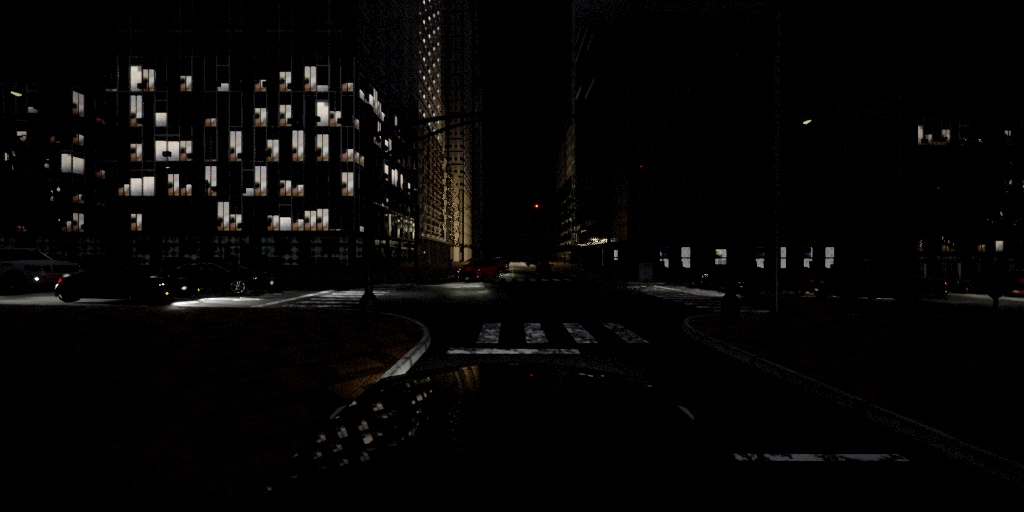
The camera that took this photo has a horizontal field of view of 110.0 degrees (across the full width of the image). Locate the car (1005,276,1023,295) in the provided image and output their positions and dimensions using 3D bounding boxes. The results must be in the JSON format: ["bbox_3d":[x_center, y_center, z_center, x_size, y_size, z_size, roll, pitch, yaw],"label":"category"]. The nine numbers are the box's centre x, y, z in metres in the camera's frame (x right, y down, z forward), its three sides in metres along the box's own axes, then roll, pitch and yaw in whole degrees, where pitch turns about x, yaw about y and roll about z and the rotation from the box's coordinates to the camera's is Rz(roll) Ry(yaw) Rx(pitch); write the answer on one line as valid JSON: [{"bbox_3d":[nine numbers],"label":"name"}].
[{"bbox_3d":[34.493,1.745,23.032,4.553,1.767,2.097,1,0,-2],"label":"car"}]

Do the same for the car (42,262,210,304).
[{"bbox_3d":[-15.040,1.063,14.191,4.181,1.385,1.994,1,0,-2],"label":"car"}]

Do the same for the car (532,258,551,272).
[{"bbox_3d":[4.067,1.329,46.681,1.948,1.339,4.313,0,0,0],"label":"car"}]

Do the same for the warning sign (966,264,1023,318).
[{"bbox_3d":[17.309,1.204,12.837,1.060,1.860,1.300,0,0,-2],"label":"warning sign"}]

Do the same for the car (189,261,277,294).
[{"bbox_3d":[-14.241,1.004,17.486,4.902,1.511,2.128,1,0,-3],"label":"car"}]

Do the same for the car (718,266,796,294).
[{"bbox_3d":[15.862,1.564,22.244,4.892,1.490,1.837,1,0,-4],"label":"car"}]

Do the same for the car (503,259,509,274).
[{"bbox_3d":[-1.392,1.118,42.269,2.097,1.767,4.553,0,0,0],"label":"car"}]

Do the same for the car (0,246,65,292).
[{"bbox_3d":[-24.081,0.553,17.051,5.566,2.045,2.150,1,0,-2],"label":"car"}]

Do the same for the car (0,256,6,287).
[{"bbox_3d":[-23.687,0.832,13.820,4.902,1.511,2.128,1,0,-3],"label":"car"}]

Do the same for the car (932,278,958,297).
[{"bbox_3d":[24.730,1.782,22.618,4.181,1.385,1.994,1,0,-3],"label":"car"}]

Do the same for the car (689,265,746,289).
[{"bbox_3d":[15.071,1.396,25.452,4.553,1.767,2.097,1,0,-3],"label":"car"}]

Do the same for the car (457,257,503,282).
[{"bbox_3d":[-2.668,1.121,28.920,2.097,1.767,4.553,0,0,18],"label":"car"}]

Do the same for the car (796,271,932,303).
[{"bbox_3d":[18.361,1.597,18.872,4.902,1.511,2.128,1,0,-3],"label":"car"}]

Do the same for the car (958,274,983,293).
[{"bbox_3d":[33.788,1.980,26.257,4.718,1.301,1.895,1,0,-2],"label":"car"}]
